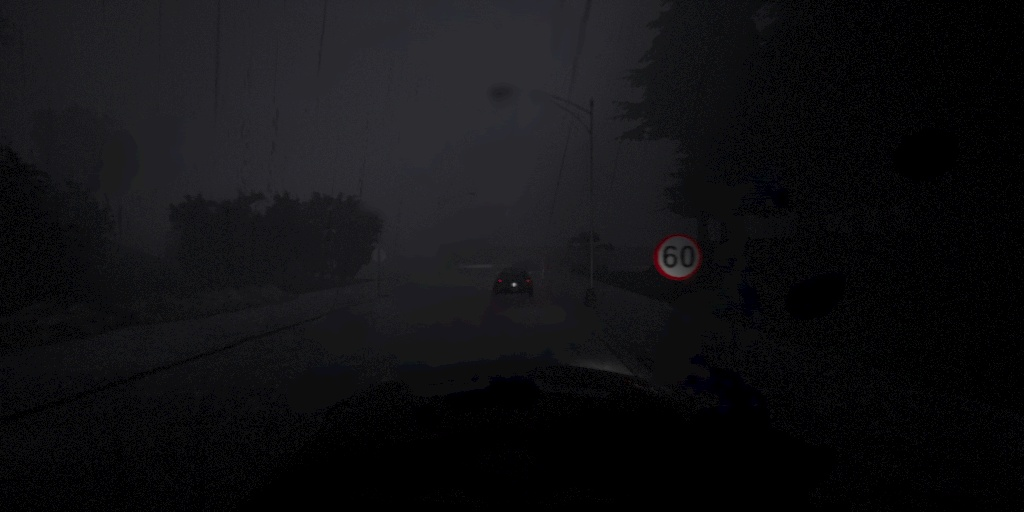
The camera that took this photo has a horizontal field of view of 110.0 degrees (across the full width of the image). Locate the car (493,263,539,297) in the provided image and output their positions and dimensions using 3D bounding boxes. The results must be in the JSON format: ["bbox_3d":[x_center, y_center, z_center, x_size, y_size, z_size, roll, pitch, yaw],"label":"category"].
[{"bbox_3d":[0.099,1.258,18.251,1.994,1.385,4.181,0,0,0],"label":"car"}]

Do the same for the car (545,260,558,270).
[{"bbox_3d":[3.868,1.164,46.196,4.181,1.385,1.994,0,0,-18],"label":"car"}]

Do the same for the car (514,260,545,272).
[{"bbox_3d":[1.595,1.128,39.686,1.837,1.490,4.892,-3,-1,27],"label":"car"}]
